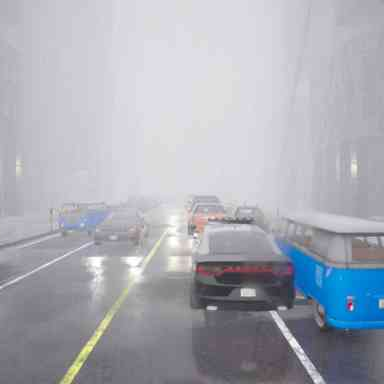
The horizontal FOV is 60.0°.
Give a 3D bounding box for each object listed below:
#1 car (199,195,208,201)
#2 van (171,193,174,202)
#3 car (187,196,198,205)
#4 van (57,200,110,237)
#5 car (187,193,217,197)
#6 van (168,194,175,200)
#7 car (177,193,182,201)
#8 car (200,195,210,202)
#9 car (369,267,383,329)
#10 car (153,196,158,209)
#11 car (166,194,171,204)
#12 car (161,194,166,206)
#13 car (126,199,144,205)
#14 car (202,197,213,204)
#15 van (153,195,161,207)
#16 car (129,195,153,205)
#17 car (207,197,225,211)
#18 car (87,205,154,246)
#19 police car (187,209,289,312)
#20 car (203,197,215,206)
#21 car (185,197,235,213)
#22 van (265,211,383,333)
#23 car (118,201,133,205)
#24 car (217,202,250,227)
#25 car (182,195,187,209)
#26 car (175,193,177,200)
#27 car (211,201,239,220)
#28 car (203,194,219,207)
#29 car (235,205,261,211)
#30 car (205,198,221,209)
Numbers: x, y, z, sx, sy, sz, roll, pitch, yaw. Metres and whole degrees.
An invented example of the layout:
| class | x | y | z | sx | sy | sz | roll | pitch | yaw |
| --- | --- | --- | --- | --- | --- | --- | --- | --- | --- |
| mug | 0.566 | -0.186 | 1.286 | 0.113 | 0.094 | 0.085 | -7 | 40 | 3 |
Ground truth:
| class | x | y | z | sx | sy | sz | roll | pitch | yaw |
| --- | --- | --- | --- | --- | --- | --- | --- | --- | --- |
| car | 2.932 | 1.575 | 85.451 | 1.947 | 1.339 | 4.313 | 0 | 0 | 0 |
| van | -5.616 | 1.347 | 74.188 | 1.690 | 1.788 | 3.998 | 0 | 0 | 0 |
| car | 0.118 | 1.509 | 58.596 | 1.837 | 1.490 | 4.892 | 0 | 0 | 0 |
| van | -5.730 | 1.342 | 17.821 | 1.690 | 1.788 | 3.998 | 0 | 0 | 0 |
| car | 0.906 | 1.223 | 23.893 | 2.150 | 2.045 | 5.566 | 0 | 0 | 0 |
| van | -5.582 | 1.353 | 91.098 | 1.690 | 1.788 | 3.998 | 0 | 0 | 0 |
| car | -2.823 | 1.488 | 87.428 | 1.882 | 1.535 | 5.008 | 0 | 0 | 0 |
| car | 2.909 | 1.446 | 74.178 | 1.967 | 1.590 | 4.097 | 0 | 0 | 0 |
| car | 2.762 | 1.525 | 1.077 | 1.752 | 1.417 | 4.829 | 0 | 0 | 0 |
| car | -5.684 | 1.547 | 40.368 | 1.887 | 1.381 | 4.507 | 0 | 0 | 0 |
| car | -5.638 | 1.444 | 62.915 | 1.967 | 1.590 | 4.097 | 0 | 0 | 0 |
| car | -5.661 | 1.443 | 51.642 | 1.967 | 1.590 | 4.097 | 0 | 0 | 0 |
| car | -5.706 | 1.567 | 29.095 | 1.947 | 1.339 | 4.313 | 0 | 0 | 0 |
| car | 2.887 | 1.570 | 62.907 | 1.947 | 1.339 | 4.313 | 0 | 0 | 0 |
| van | -5.673 | 1.344 | 46.005 | 1.690 | 1.788 | 3.998 | 0 | 0 | 0 |
| car | -5.696 | 1.317 | 34.731 | 2.192 | 1.841 | 5.009 | 0 | 0 | 0 |
| car | 2.841 | 1.442 | 40.361 | 1.967 | 1.590 | 4.097 | 0 | 0 | 0 |
| car | -3.070 | 1.526 | 15.306 | 1.812 | 1.442 | 4.674 | 0 | 0 | 0 |
| police car | 0.916 | 1.425 | 7.972 | 1.930 | 1.638 | 5.238 | 0 | 0 | 0 |
| car | 2.876 | 1.548 | 57.270 | 1.887 | 1.381 | 4.507 | 0 | 0 | 0 |
| car | 0.808 | 1.352 | 17.812 | 2.097 | 1.767 | 4.553 | 0 | 0 | -1 |
| van | 2.773 | 1.341 | 6.543 | 1.690 | 1.788 | 3.998 | 0 | 0 | 0 |
| car | -5.718 | 1.567 | 23.458 | 1.947 | 1.339 | 4.313 | 0 | 0 | 0 |
| car | 2.808 | 1.526 | 23.622 | 1.752 | 1.417 | 4.829 | 0 | 0 | 0 |
| car | 0.126 | 1.224 | 44.653 | 2.150 | 2.045 | 5.566 | 0 | 0 | 1 |
| car | -5.593 | 1.560 | 85.461 | 2.008 | 1.369 | 4.403 | 0 | 0 | 0 |
| car | 2.819 | 1.552 | 29.088 | 2.008 | 1.369 | 4.403 | 0 | 0 | 0 |
| car | 2.863 | 1.318 | 51.634 | 2.192 | 1.841 | 5.009 | 0 | 0 | 0 |
| car | 2.796 | 1.441 | 17.816 | 1.967 | 1.590 | 4.097 | 0 | 0 | 0 |
| car | 2.853 | 1.568 | 45.997 | 1.947 | 1.339 | 4.313 | 0 | 0 | 0 |
